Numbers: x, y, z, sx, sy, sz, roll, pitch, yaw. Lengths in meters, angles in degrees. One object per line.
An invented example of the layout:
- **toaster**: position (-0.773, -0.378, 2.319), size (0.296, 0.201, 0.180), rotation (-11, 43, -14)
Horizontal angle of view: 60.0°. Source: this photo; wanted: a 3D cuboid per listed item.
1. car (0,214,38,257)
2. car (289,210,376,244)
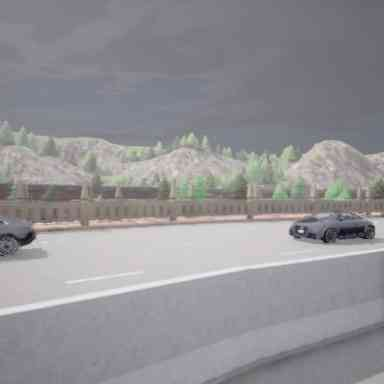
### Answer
- **car**: position (-7.846, 1.426, 11.094), size (4.902, 1.511, 2.128), rotation (0, 0, -35)
- **car**: position (6.648, 1.571, 15.737), size (4.181, 1.385, 1.994), rotation (0, 0, -27)
